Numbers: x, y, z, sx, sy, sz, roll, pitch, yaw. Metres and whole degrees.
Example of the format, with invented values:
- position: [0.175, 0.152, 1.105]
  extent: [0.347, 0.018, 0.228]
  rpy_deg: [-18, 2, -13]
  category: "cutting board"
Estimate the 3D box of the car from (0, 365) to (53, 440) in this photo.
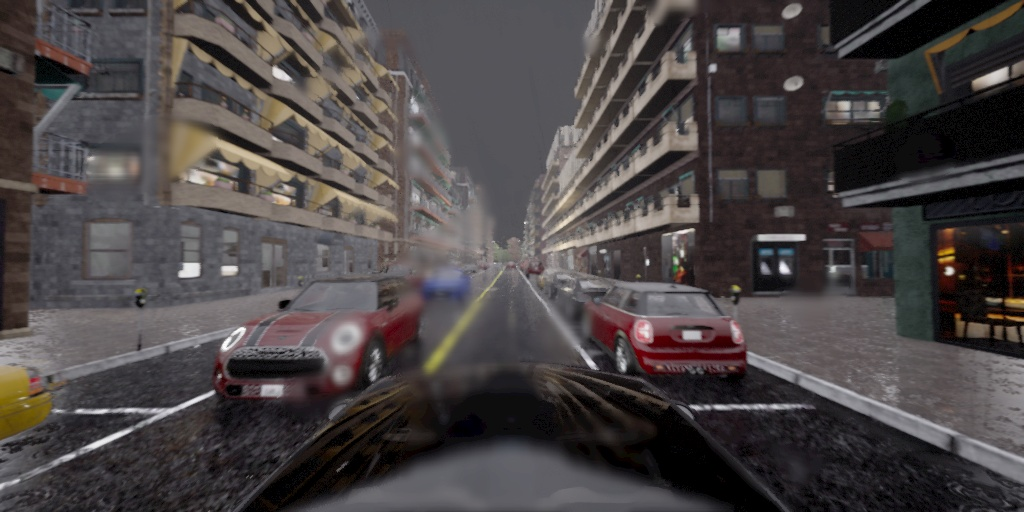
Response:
- position: [-5.674, 1.304, 1.577]
  extent: [1.751, 1.417, 4.829]
  rpy_deg: [0, 0, 0]
  category: "car"

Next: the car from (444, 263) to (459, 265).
- position: [-5.763, 1.580, 29.415]
  extent: [1.751, 1.417, 4.829]
  rpy_deg: [0, 0, 0]
  category: "car"

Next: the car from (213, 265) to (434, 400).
- position: [-3.104, 1.169, 6.887]
  extent: [2.097, 1.767, 4.553]
  rpy_deg: [0, -1, 0]
  category: "car"

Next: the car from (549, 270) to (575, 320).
- position: [2.671, 1.397, 12.876]
  extent: [2.007, 1.370, 4.403]
  rpy_deg: [0, 0, 0]
  category: "car"

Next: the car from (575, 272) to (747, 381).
- position: [2.689, 1.232, 7.309]
  extent: [1.967, 1.591, 4.097]
  rpy_deg: [0, 0, 0]
  category: "car"

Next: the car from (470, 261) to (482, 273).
- position: [-5.834, 1.846, 51.856]
  extent: [1.948, 1.339, 4.313]
  rpy_deg: [0, 0, 0]
  category: "car"

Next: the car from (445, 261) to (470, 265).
- position: [-5.781, 1.426, 35.152]
  extent: [2.192, 1.841, 5.009]
  rpy_deg: [0, 0, 0]
  category: "car"

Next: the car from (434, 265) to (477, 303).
- position: [-3.130, 1.406, 18.183]
  extent: [1.882, 1.535, 5.008]
  rpy_deg: [0, 0, 0]
  category: "car"

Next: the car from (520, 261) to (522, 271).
- position: [2.547, 1.789, 51.849]
  extent: [2.007, 1.370, 4.403]
  rpy_deg: [0, 0, 0]
  category: "car"

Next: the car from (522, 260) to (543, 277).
- position: [2.582, 1.440, 40.714]
  extent: [2.192, 1.841, 5.009]
  rpy_deg: [0, 0, 0]
  category: "car"

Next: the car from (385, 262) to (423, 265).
- position: [-5.728, 1.259, 18.450]
  extent: [2.192, 1.841, 5.009]
  rpy_deg: [0, 0, 0]
  category: "car"

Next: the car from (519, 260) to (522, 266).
- position: [2.529, 1.841, 57.416]
  extent: [1.888, 1.381, 4.507]
  rpy_deg: [0, 0, 0]
  category: "car"

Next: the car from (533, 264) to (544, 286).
- position: [2.635, 1.483, 24.181]
  extent: [1.751, 1.417, 4.829]
  rpy_deg: [0, 0, 0]
  category: "car"

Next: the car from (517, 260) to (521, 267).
- position: [2.511, 1.667, 62.983]
  extent: [2.192, 1.841, 5.009]
  rpy_deg: [0, 0, 0]
  category: "car"

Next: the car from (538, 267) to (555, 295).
- position: [2.654, 1.452, 18.443]
  extent: [2.007, 1.370, 4.403]
  rpy_deg: [0, 0, 0]
  category: "car"
